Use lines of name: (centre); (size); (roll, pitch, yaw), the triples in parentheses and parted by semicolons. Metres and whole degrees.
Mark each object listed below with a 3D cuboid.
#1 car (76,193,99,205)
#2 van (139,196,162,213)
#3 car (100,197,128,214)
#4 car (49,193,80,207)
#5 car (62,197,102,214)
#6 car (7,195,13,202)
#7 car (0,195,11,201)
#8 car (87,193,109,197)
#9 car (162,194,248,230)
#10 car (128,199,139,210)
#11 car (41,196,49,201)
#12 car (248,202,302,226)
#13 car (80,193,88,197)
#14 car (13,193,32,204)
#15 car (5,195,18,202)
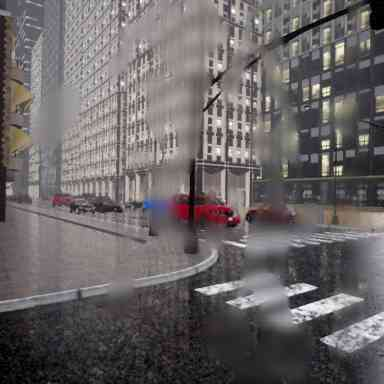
car: (-18.579, 1.265, 58.833); (2.150, 2.045, 5.566); (1, -1, -35)
van: (-4.094, 1.398, 37.736); (1.690, 1.788, 3.998); (2, -1, -35)
car: (-8.613, 1.503, 34.104); (1.994, 1.385, 4.181); (1, -1, -36)
car: (-18.580, 1.146, 48.273); (2.150, 2.045, 5.566); (1, -1, -35)
car: (-10.927, 1.436, 32.880); (2.008, 1.369, 4.403); (2, -1, -35)
car: (-37.109, 1.405, 69.710); (1.947, 1.339, 4.313); (2, -1, -35)
car: (-46.831, 1.374, 83.386); (1.752, 1.417, 4.829); (1, -1, -35)
car: (-14.485, 1.397, 53.082); (2.097, 1.767, 4.553); (1, -1, -35)
car: (0.612, 1.183, 21.118); (2.150, 2.045, 5.566); (1, -1, -35)
car: (-7.370, 1.601, 42.338); (2.008, 1.369, 4.403); (2, -1, -35)
car: (-36.826, 1.587, 83.772); (1.802, 1.307, 4.206); (1, -1, -35)
car: (5.723, 1.521, 23.924); (1.967, 1.590, 4.097); (2, -1, -35)
car: (-18.763, 1.331, 53.893); (2.097, 1.767, 4.553); (1, -1, -36)
car: (-30.559, 1.164, 60.505); (2.192, 1.841, 5.009); (2, -1, -35)
car: (-40.381, 1.386, 74.314); (2.008, 1.369, 4.403); (2, -1, -35)
